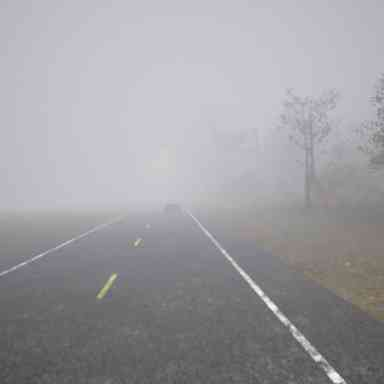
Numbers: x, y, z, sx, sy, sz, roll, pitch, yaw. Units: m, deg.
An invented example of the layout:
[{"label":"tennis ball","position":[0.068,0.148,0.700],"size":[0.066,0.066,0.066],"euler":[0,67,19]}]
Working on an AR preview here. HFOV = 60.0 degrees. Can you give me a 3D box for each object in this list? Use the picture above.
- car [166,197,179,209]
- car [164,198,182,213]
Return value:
[{"label":"car","position":[-2.862,1.598,49.301],"size":[1.812,1.442,4.674],"euler":[-2,0,-3]},{"label":"car","position":[-2.134,1.580,37.417],"size":[1.812,1.442,4.674],"euler":[-2,0,-2]}]
